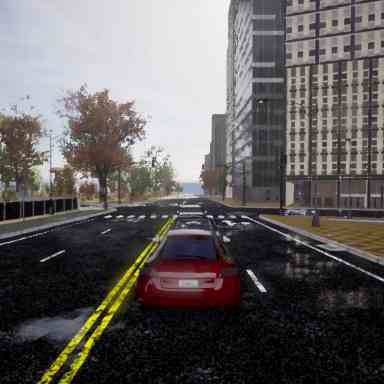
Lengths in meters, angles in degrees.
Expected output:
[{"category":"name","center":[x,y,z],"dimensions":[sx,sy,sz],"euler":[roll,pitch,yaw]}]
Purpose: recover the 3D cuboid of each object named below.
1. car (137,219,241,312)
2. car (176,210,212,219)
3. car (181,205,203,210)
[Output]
[{"category":"car","center":[-0.023,1.561,7.795],"dimensions":[1.994,1.385,4.181],"euler":[0,0,1]},{"category":"car","center":[0.074,1.597,13.043],"dimensions":[1.895,1.301,4.718],"euler":[0,0,0]},{"category":"car","center":[-0.008,1.544,21.283],"dimensions":[2.033,1.411,5.357],"euler":[0,0,0]}]
